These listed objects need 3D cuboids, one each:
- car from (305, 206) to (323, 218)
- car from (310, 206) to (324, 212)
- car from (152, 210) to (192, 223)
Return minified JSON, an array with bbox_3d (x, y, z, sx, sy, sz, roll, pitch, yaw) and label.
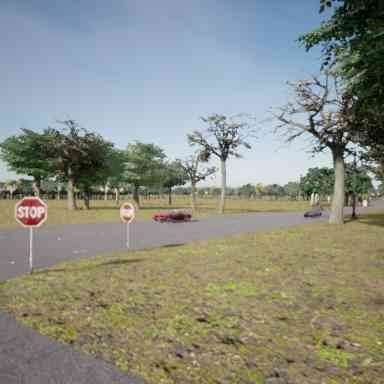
[{"bbox_3d":[19.602,3.428,53.749,1.994,1.385,4.181,1,-1,32],"label":"car"},{"bbox_3d":[29.773,4.017,79.317,1.994,1.385,4.181,1,-1,36],"label":"car"},{"bbox_3d":[-2.051,2.559,35.278,1.895,1.301,4.718,1,-1,36],"label":"car"}]
